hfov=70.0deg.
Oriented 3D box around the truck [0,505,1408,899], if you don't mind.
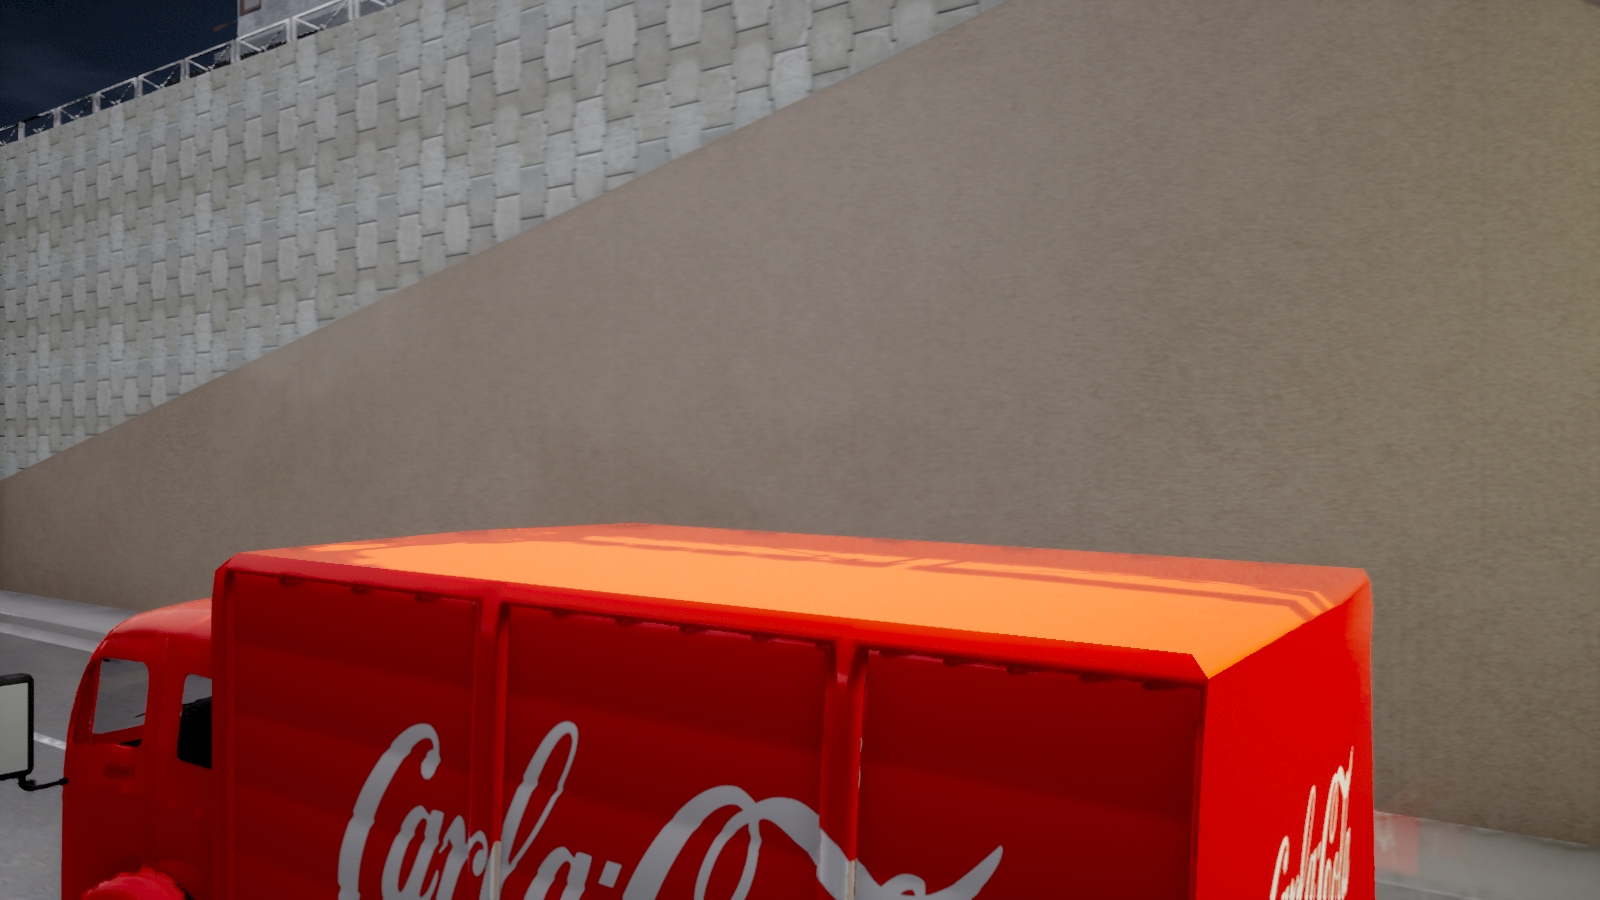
[{"bbox_3d":[-0.797,1.568,4.341,5.204,2.467,2.627,0,0,35],"label":"truck"}]
